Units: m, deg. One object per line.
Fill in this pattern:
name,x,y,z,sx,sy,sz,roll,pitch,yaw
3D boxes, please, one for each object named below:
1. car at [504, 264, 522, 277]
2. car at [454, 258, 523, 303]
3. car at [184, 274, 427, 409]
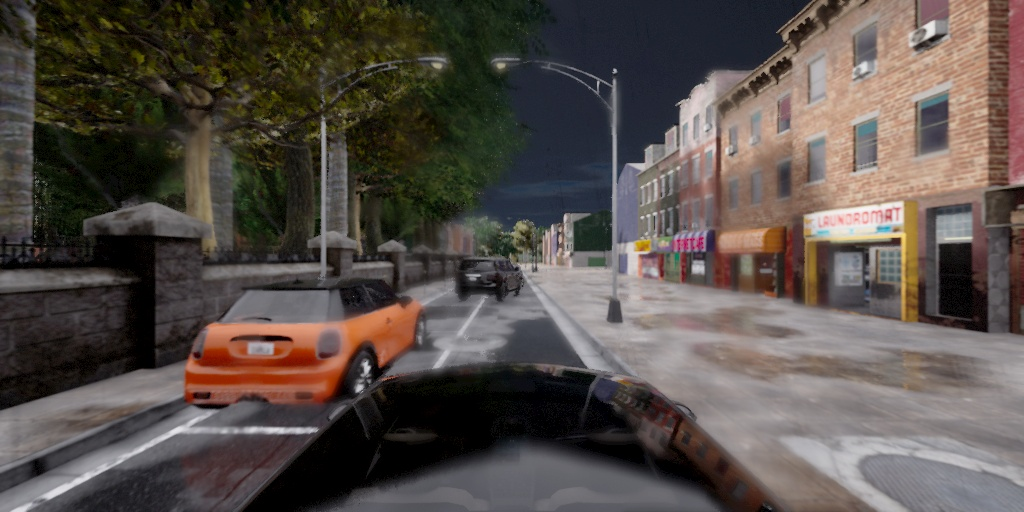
car,0.080,1.710,42.070,1.994,1.385,4.181,0,-1,0
car,-1.003,1.119,18.049,2.150,2.045,5.566,0,-1,14
car,-2.989,1.143,6.396,2.097,1.767,4.553,0,-1,0
